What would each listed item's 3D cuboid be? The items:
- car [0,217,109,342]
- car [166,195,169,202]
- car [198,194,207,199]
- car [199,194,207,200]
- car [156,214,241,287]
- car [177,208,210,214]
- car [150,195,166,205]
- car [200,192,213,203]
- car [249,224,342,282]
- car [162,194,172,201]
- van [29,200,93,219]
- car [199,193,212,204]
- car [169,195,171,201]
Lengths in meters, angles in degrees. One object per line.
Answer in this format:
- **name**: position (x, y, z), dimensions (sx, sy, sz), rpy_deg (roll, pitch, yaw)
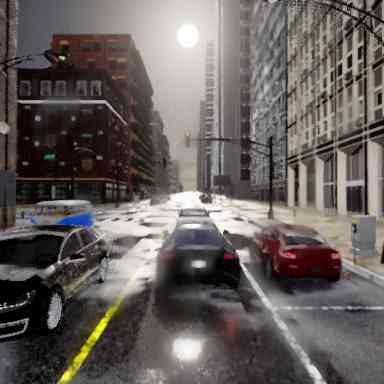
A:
- **car**: position (-3.052, 1.478, 6.720), dimensions (1.837, 1.490, 4.892), rpy_deg (0, 0, 0)
- **car**: position (-5.664, 1.300, 58.606), dimensions (2.008, 1.369, 4.403), rpy_deg (1, 0, 0)
- **car**: position (2.723, 1.176, 86.879), dimensions (2.008, 1.369, 4.403), rpy_deg (1, 0, 0)
- **car**: position (2.721, 1.232, 81.225), dimensions (1.802, 1.307, 4.206), rpy_deg (1, 0, 0)
- **car**: position (0.113, 1.524, 9.196), dimensions (1.994, 1.385, 4.181), rpy_deg (0, 0, -1)
- **car**: position (0.102, 1.522, 18.631), dimensions (1.895, 1.301, 4.718), rpy_deg (0, 0, 0)
- **car**: position (-5.665, 1.324, 52.952), dimensions (2.008, 1.369, 4.403), rpy_deg (1, 0, 0)
- **car**: position (2.721, 1.039, 64.260), dimensions (2.192, 1.841, 5.009), rpy_deg (1, 0, 0)
- **car**: position (2.704, 1.542, 9.350), dimensions (1.802, 1.307, 4.206), rpy_deg (1, 0, 0)
- **car**: position (-5.660, 1.257, 75.570), dimensions (1.802, 1.307, 4.206), rpy_deg (1, 0, 0)
- **van**: position (-5.757, 1.278, 15.035), dimensions (1.690, 1.788, 3.998), rpy_deg (1, 0, 0)
- **car**: position (2.716, 1.331, 58.607), dimensions (1.802, 1.307, 4.206), rpy_deg (1, 0, 0)
- **car**: position (-5.663, 1.290, 64.261), dimensions (1.947, 1.339, 4.313), rpy_deg (1, 0, 0)
